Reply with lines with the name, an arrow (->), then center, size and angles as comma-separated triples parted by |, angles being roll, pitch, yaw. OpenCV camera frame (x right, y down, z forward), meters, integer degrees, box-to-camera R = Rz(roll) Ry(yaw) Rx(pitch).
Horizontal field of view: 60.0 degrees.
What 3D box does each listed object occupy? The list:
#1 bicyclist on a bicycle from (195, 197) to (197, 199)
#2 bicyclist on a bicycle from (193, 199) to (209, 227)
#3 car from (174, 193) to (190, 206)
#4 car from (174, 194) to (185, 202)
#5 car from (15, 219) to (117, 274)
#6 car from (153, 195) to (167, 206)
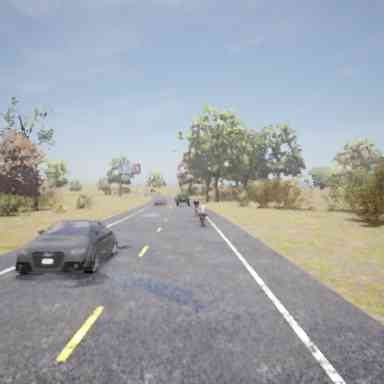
bicyclist on a bicycle -> 0.415, 1.371, 31.659 | 0.659, 1.776, 1.843 | 0, 0, -2
bicyclist on a bicycle -> 0.709, 1.439, 21.842 | 0.866, 1.612, 1.509 | 0, 0, -2
car -> -1.531, 1.205, 55.700 | 2.150, 2.045, 5.566 | 0, 0, -3
car -> -2.827, 1.320, 73.953 | 2.097, 1.767, 4.553 | 0, 0, -5
car -> -3.680, 1.569, 10.422 | 1.994, 1.385, 4.181 | 0, 0, -1
car -> -5.028, 1.555, 52.752 | 1.994, 1.385, 4.181 | 0, 0, -3
